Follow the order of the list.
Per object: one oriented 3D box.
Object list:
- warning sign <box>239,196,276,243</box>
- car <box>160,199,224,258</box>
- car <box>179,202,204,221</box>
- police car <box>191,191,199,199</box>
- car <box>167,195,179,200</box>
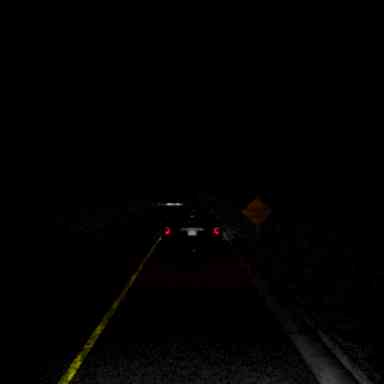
[{"bbox_3d":[2.693,1.089,13.814,1.300,1.860,1.060,0,0,0],"label":"warning sign"},{"bbox_3d":[0.022,1.327,12.775,2.097,1.767,4.553,0,0,0],"label":"car"},{"bbox_3d":[-0.006,1.524,27.217,1.895,1.301,4.718,0,0,0],"label":"car"},{"bbox_3d":[0.767,0.989,88.915,1.930,1.638,5.238,0,0,0],"label":"police car"},{"bbox_3d":[-3.140,1.289,57.218,2.033,1.411,5.357,0,0,1],"label":"car"}]
